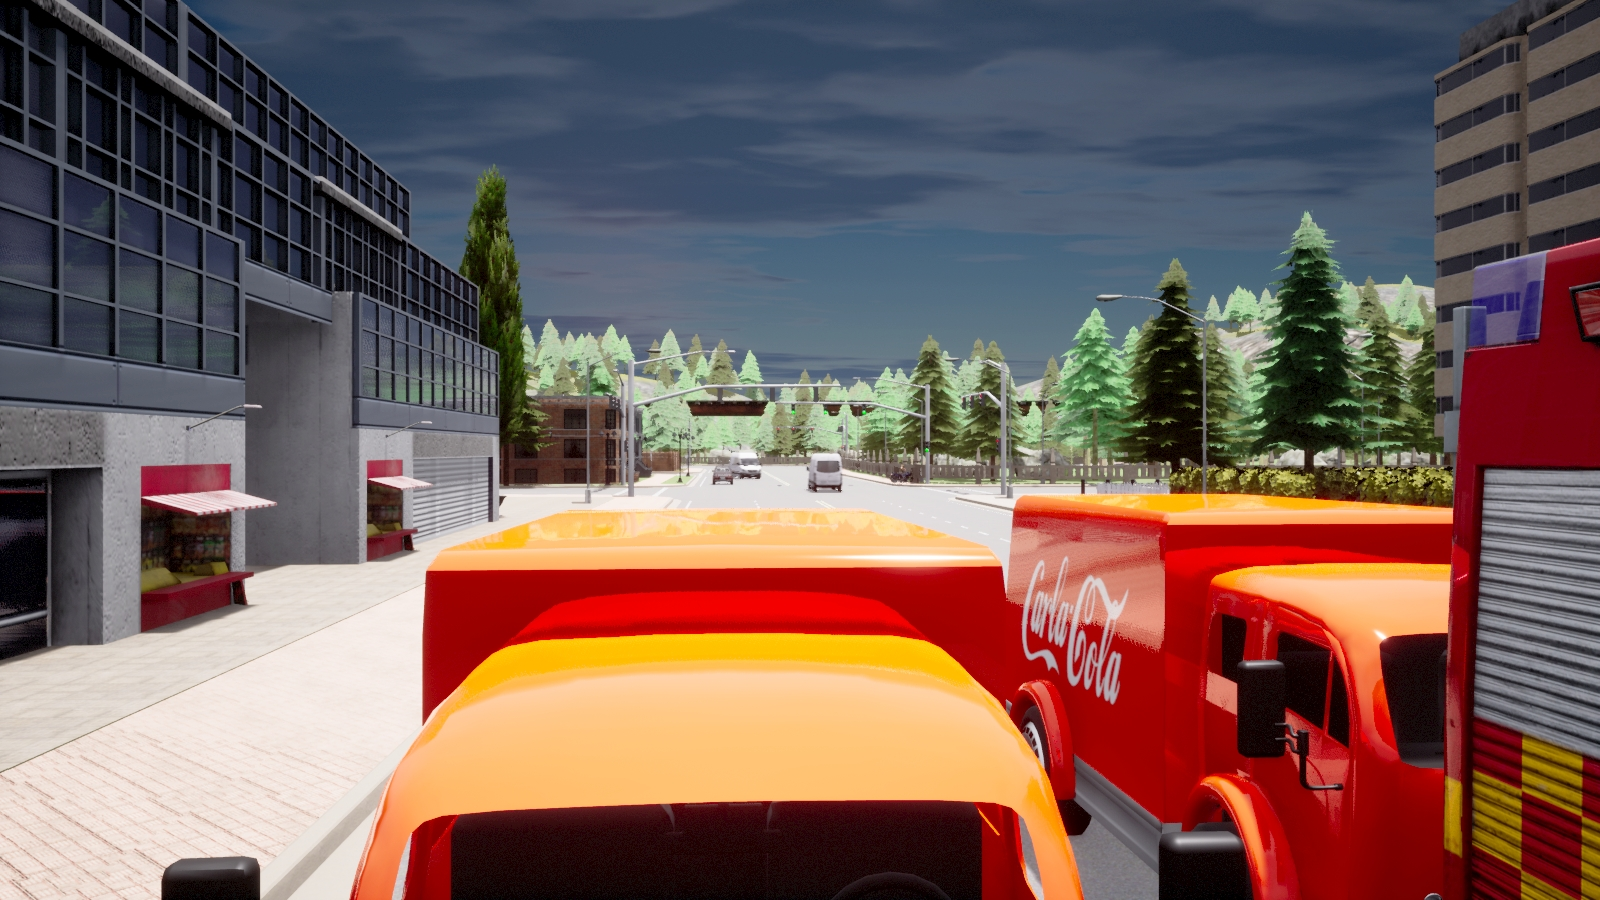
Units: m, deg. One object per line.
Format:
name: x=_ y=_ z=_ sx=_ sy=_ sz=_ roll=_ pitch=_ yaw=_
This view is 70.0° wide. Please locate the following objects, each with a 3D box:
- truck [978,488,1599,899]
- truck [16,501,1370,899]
truck: x=3.003 y=1.568 z=7.234 sx=2.627 sy=2.467 sz=5.204 roll=0 pitch=0 yaw=-4
truck: x=-0.347 y=1.568 z=4.821 sx=2.627 sy=2.467 sz=5.204 roll=0 pitch=0 yaw=-4
